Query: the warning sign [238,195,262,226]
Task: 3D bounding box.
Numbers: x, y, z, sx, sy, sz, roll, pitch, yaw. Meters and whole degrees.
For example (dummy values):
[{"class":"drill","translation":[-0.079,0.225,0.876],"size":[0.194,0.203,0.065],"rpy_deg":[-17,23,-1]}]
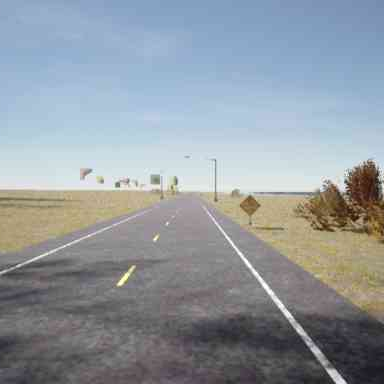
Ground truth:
[{"class":"warning sign","translation":[3.546,1.115,20.346],"size":[1.300,1.860,1.060],"rpy_deg":[0,0,0]}]
